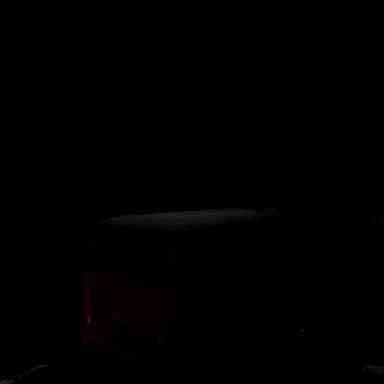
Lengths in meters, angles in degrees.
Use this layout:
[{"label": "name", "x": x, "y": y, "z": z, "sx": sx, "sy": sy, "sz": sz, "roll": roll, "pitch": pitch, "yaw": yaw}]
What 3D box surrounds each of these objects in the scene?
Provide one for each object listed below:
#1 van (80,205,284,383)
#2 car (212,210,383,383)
[{"label": "van", "x": 0.459, "y": 1.260, "z": 5.578, "sx": 1.878, "sy": 1.987, "sz": 4.442, "roll": 0, "pitch": 0, "yaw": 36}, {"label": "car", "x": 2.762, "y": 1.227, "z": 3.825, "sx": 2.435, "sy": 2.045, "sz": 5.566, "roll": 0, "pitch": 0, "yaw": 36}]
